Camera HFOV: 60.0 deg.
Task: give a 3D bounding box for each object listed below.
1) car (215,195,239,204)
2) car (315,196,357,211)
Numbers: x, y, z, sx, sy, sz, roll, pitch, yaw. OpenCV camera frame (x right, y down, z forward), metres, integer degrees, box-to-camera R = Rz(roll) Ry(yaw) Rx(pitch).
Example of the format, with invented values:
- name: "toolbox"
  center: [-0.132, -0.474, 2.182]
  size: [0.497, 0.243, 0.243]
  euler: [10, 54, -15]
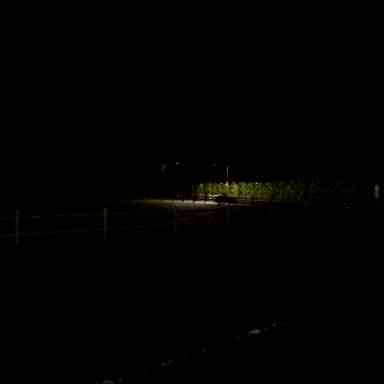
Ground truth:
- name: "car"
  center: [5.888, 1.204, 56.158]
  size: [2.128, 1.511, 4.902]
  euler: [0, 0, -32]
- name: "car"
  center: [16.808, 1.219, 38.952]
  size: [2.097, 1.767, 4.553]
  euler: [0, 0, -32]
